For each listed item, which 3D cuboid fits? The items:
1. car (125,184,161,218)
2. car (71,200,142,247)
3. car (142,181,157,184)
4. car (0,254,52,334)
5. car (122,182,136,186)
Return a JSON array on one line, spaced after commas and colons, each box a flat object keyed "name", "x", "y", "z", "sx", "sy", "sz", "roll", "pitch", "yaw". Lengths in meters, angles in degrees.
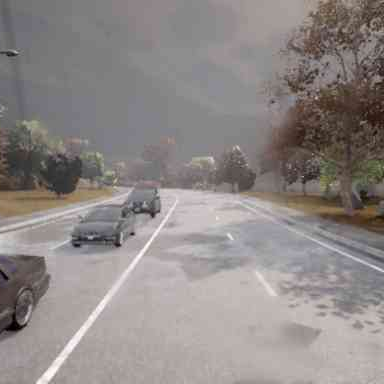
[{"name": "car", "x": -3.556, "y": 0.696, "z": 24.763, "sx": 2.150, "sy": 2.045, "sz": 5.566, "roll": 0, "pitch": 2, "yaw": 1}, {"name": "car", "x": -3.589, "y": 1.326, "z": 14.259, "sx": 1.837, "sy": 1.490, "sz": 4.892, "roll": 0, "pitch": 1, "yaw": 0}, {"name": "car", "x": -11.241, "y": -1.988, "z": 87.310, "sx": 2.150, "sy": 2.045, "sz": 5.566, "roll": 0, "pitch": 2, "yaw": -40}, {"name": "car", "x": -3.599, "y": 1.529, "z": 4.082, "sx": 2.033, "sy": 1.411, "sz": 5.357, "roll": 0, "pitch": 0, "yaw": 0}, {"name": "car", "x": -15.777, "y": -1.790, "z": 87.208, "sx": 1.994, "sy": 1.385, "sz": 4.181, "roll": 0, "pitch": 2, "yaw": -45}]
